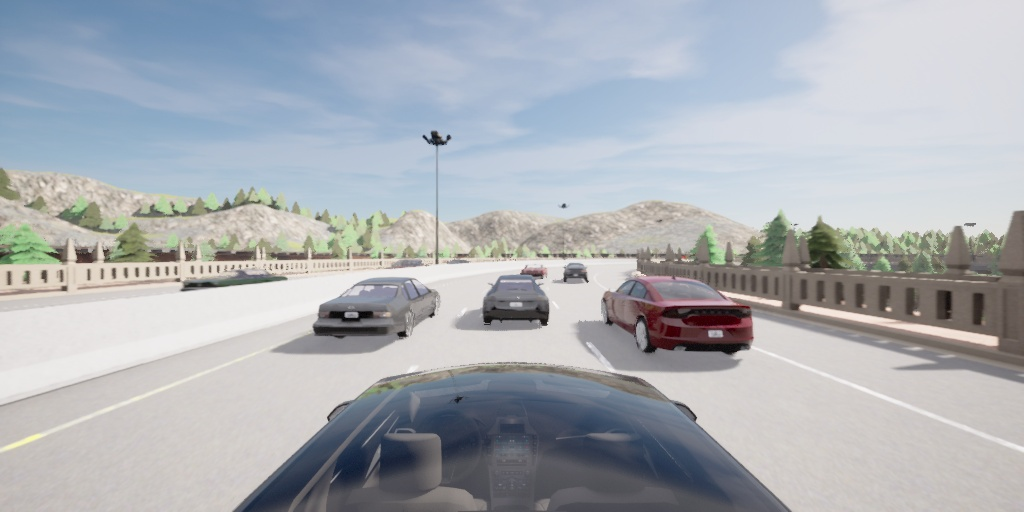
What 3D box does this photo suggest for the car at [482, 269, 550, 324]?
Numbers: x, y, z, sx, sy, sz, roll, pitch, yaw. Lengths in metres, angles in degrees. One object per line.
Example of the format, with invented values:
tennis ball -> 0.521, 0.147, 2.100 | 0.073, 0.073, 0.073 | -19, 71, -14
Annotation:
car -> 0.132, 1.306, 11.890 | 1.994, 1.385, 4.181 | 0, 0, 1

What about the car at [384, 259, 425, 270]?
car -> -8.966, 1.079, 30.289 | 2.097, 1.767, 4.553 | 0, 0, 10

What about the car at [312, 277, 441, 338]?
car -> -3.388, 1.291, 10.106 | 2.033, 1.411, 5.357 | 0, 0, 0

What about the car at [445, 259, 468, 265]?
car -> -8.568, 1.212, 56.206 | 1.837, 1.490, 4.892 | 0, -1, 23

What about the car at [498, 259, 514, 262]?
car -> -1.081, 1.191, 63.616 | 1.882, 1.535, 5.008 | 0, 0, 29

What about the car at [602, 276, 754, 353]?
car -> 3.605, 1.222, 8.811 | 1.882, 1.535, 5.008 | 0, 0, 0

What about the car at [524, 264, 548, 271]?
car -> 2.095, 1.326, 31.683 | 1.895, 1.301, 4.718 | 0, 0, 11

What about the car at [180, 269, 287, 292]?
car -> -13.829, 1.338, 18.190 | 1.895, 1.301, 4.718 | 0, 0, 3

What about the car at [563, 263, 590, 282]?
car -> 5.139, 1.253, 28.889 | 1.812, 1.442, 4.674 | 0, 0, 10
